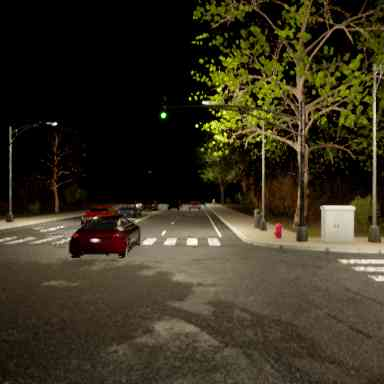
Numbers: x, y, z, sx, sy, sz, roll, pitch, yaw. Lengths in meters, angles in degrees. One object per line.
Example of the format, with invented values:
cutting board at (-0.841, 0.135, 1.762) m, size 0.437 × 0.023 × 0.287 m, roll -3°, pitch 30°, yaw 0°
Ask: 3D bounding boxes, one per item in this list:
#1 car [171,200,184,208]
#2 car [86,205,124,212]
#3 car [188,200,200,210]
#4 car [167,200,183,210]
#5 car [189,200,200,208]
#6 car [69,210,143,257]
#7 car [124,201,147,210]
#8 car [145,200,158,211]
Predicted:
car at (-2.726, 2.211, 63.133) m, size 2.128 × 1.511 × 4.902 m, roll 0°, pitch -1°, yaw 1°
car at (-6.577, 1.761, 24.232) m, size 1.812 × 1.442 × 4.674 m, roll 0°, pitch -1°, yaw 1°
car at (0.392, 2.207, 53.084) m, size 1.895 × 1.301 × 4.718 m, roll 0°, pitch -1°, yaw 1°
car at (-2.863, 2.143, 52.715) m, size 2.033 × 1.411 × 5.357 m, roll 0°, pitch -1°, yaw 1°
car at (0.523, 2.289, 63.089) m, size 1.994 × 1.385 × 4.181 m, roll 0°, pitch -1°, yaw 1°
car at (-3.234, 1.619, 13.139) m, size 1.994 × 1.385 × 4.181 m, roll 0°, pitch -1°, yaw 0°
car at (-6.429, 1.918, 34.899) m, size 2.033 × 1.411 × 5.357 m, roll 0°, pitch -1°, yaw 1°
car at (-6.222, 1.898, 48.962) m, size 2.097 × 1.767 × 4.553 m, roll 0°, pitch -1°, yaw 1°
